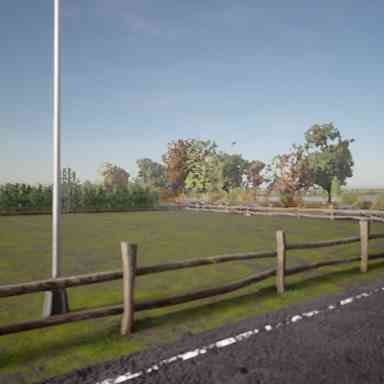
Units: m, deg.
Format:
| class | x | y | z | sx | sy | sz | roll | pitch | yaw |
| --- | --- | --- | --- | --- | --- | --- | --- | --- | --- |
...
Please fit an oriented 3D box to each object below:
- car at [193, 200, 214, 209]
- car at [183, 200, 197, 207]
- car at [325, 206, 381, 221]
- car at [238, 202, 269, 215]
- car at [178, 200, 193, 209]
| class | x | y | z | sx | sy | sz | roll | pitch | yaw |
| --- | --- | --- | --- | --- | --- | --- | --- | --- | --- |
| car | 2.471 | 2.285 | 59.929 | 2.128 | 1.511 | 4.902 | 0 | -1 | -17 |
| car | -0.401 | 2.406 | 69.923 | 1.812 | 1.442 | 4.674 | 0 | -1 | -16 |
| car | 15.420 | 1.984 | 32.003 | 1.895 | 1.301 | 4.718 | 0 | -1 | -35 |
| car | 7.849 | 2.094 | 43.043 | 1.812 | 1.442 | 4.674 | 0 | -1 | -33 |
| car | -1.277 | 2.321 | 61.916 | 1.882 | 1.535 | 5.008 | 0 | -1 | -16 |
